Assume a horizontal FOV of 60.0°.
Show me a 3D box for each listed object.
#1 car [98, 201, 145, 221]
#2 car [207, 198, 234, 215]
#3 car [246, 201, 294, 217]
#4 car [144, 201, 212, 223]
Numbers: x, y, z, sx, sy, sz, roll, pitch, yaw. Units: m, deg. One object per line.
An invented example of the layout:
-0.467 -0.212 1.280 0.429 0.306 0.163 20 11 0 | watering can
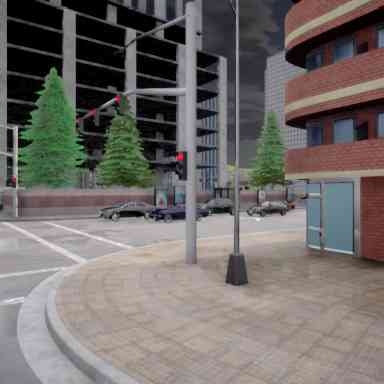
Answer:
-5.283 1.544 27.608 4.902 1.511 2.128 0 0 -35 | car
2.207 1.404 32.896 4.553 1.767 2.097 0 0 -35 | car
7.364 1.579 32.248 4.674 1.442 1.812 0 0 -35 | car
-1.021 1.653 26.332 4.718 1.301 1.895 0 0 -35 | car
